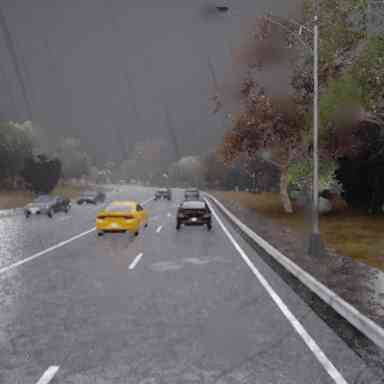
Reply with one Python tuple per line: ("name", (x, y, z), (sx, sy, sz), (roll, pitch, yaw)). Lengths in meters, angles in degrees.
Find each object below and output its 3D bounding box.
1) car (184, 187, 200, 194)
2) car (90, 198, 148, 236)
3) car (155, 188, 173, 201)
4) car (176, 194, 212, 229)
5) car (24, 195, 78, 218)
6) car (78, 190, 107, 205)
("car", (-0.025, 0.146, 42.819), (2.128, 1.511, 4.902), (0, 3, -1))
("car", (-3.402, 1.232, 16.994), (1.882, 1.535, 5.008), (0, 2, 0))
("car", (-3.499, 0.229, 41.250), (1.837, 1.490, 4.892), (0, 3, 0))
("car", (0.109, 1.160, 19.395), (1.882, 1.535, 5.008), (0, 2, 0))
("car", (-10.545, 0.979, 24.624), (2.128, 1.511, 4.902), (0, 2, 1))
("car", (-10.506, 0.554, 35.195), (2.033, 1.411, 5.357), (0, 3, 0))
